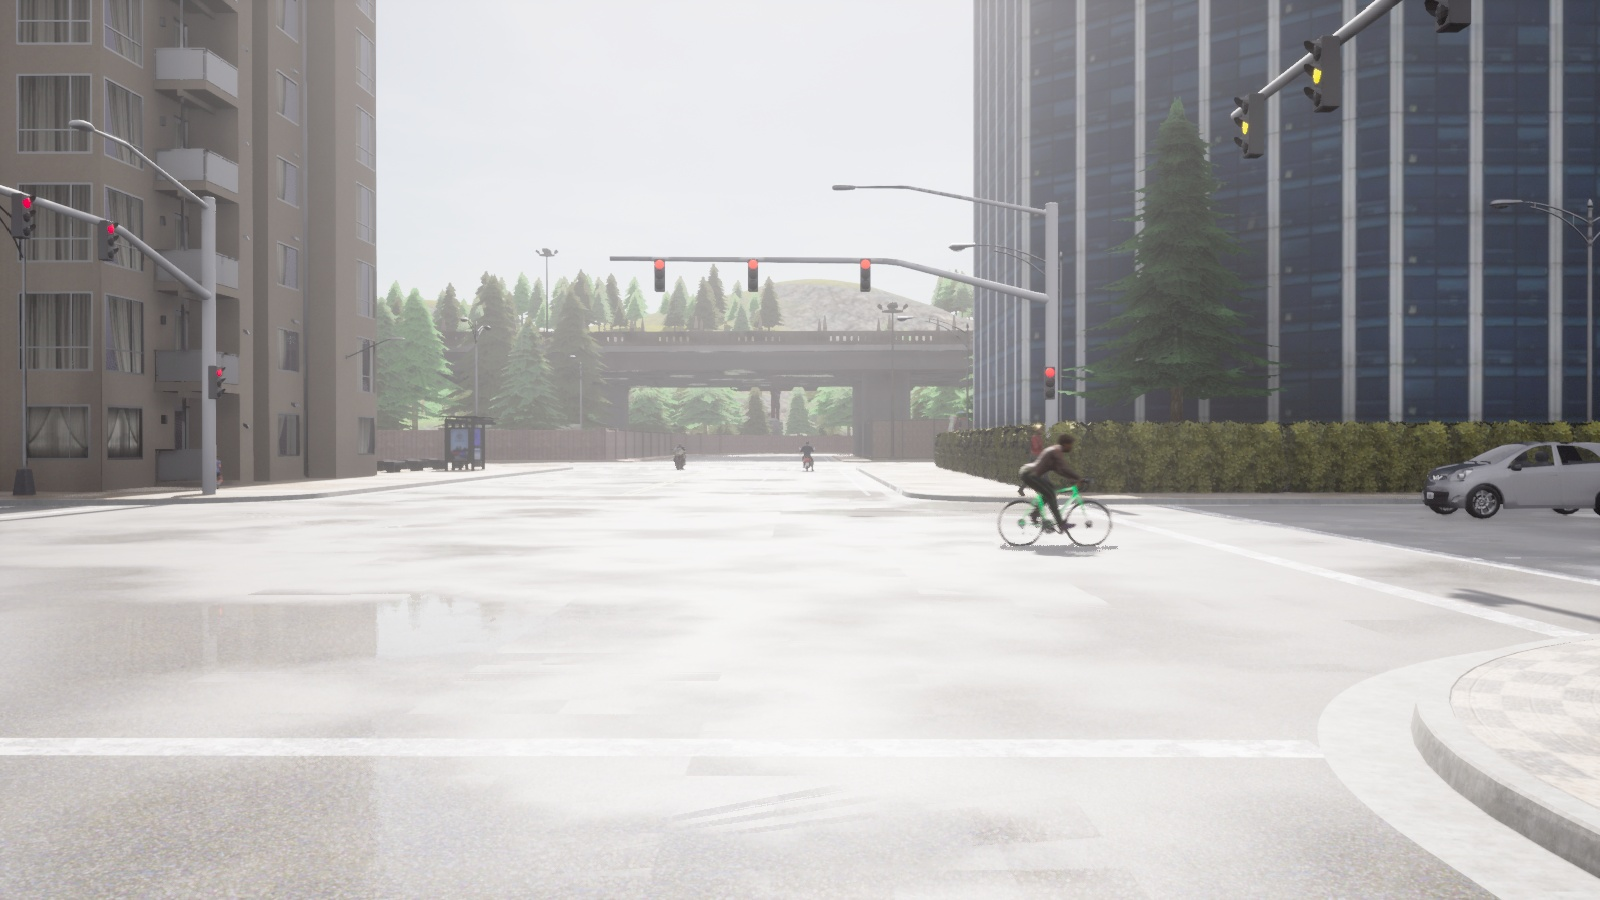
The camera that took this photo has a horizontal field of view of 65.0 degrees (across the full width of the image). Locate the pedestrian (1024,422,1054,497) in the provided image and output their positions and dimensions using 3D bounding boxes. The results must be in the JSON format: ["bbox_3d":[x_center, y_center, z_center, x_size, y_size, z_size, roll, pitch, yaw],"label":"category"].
[{"bbox_3d":[5.915,0.233,31.048,0.636,1.846,0.331,0,0,34],"label":"pedestrian"}]

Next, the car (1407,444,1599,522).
[{"bbox_3d":[14.359,0.631,24.997,3.633,1.501,1.845,0,0,0],"label":"car"}]

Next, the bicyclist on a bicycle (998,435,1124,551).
[{"bbox_3d":[3.716,0.601,17.948,1.656,1.620,0.582,0,0,0],"label":"bicyclist on a bicycle"}]

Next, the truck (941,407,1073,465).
[{"bbox_3d":[14.019,-0.945,85.445,8.468,3.827,2.891,0,0,0],"label":"truck"}]

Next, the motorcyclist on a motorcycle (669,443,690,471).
[{"bbox_3d":[-6.634,0.385,69.309,0.866,1.530,2.191,0,0,2],"label":"motorcyclist on a motorcycle"}]
